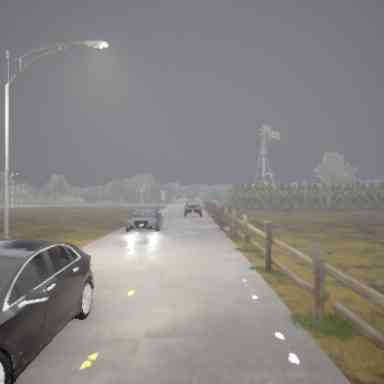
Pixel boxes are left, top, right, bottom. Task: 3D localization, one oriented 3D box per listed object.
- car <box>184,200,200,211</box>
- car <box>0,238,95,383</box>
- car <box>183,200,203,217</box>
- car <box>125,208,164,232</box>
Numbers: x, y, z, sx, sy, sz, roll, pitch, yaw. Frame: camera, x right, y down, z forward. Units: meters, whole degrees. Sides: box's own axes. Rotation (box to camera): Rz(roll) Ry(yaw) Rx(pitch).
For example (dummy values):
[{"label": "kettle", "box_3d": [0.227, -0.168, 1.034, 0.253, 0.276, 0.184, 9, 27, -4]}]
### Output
[{"label": "car", "box_3d": [0.029, 1.880, 47.767, 2.128, 1.511, 4.902, 0, -1, 0]}, {"label": "car", "box_3d": [-2.808, 1.523, 4.648, 1.837, 1.490, 4.892, 0, 0, 0]}, {"label": "car", "box_3d": [0.096, 1.742, 34.770, 1.837, 1.490, 4.892, 0, -1, 0]}, {"label": "car", "box_3d": [-2.844, 1.677, 20.626, 1.994, 1.385, 4.181, 0, 0, 0]}]
